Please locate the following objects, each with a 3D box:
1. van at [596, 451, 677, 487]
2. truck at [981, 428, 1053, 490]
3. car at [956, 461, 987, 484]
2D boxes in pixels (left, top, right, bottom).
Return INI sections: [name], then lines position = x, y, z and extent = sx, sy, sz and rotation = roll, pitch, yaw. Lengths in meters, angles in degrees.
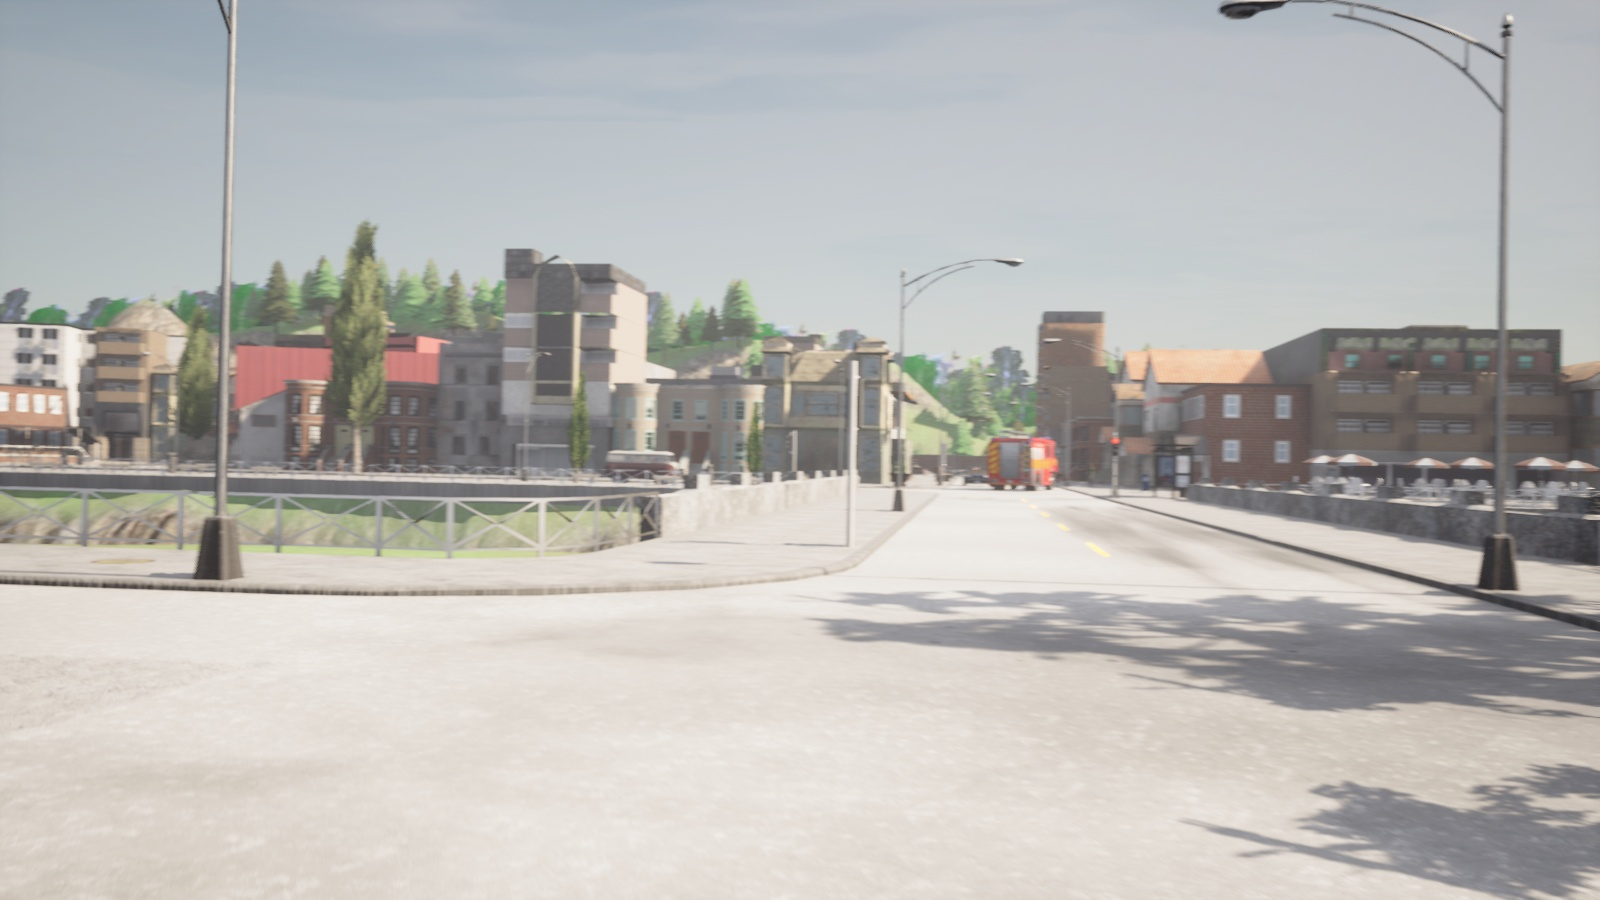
[van]
position = -9.673, 1.113, 74.389
extent = 4.442, 1.987, 1.775
rotation = 1, 0, 8
[truck]
position = 14.320, 0.592, 82.273
extent = 2.891, 3.827, 8.468
rotation = 0, -1, 22
[car]
position = 12.960, 1.698, 94.985
extent = 2.242, 1.667, 4.611
rotation = 1, -1, 8
